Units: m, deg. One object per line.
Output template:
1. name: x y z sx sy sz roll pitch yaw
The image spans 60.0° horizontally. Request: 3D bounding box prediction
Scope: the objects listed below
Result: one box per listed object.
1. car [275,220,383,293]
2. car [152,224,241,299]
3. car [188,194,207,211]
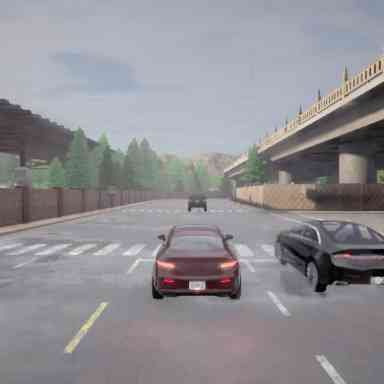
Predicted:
1. car: 3.595 1.492 8.850 2.128 1.511 4.902 0 0 0
2. car: 0.093 1.526 8.314 1.812 1.442 4.674 0 0 0
3. car: 0.664 1.218 40.343 2.150 2.045 5.566 0 0 1
